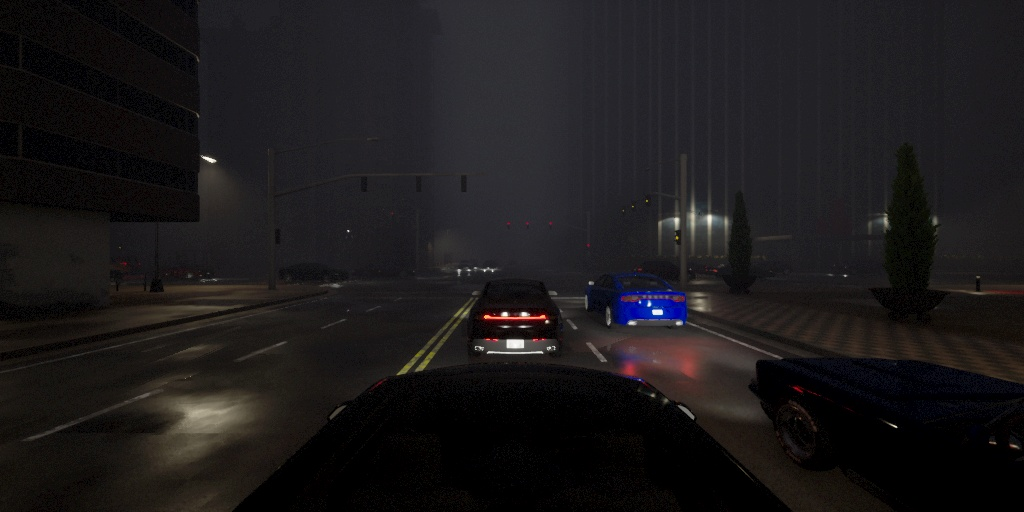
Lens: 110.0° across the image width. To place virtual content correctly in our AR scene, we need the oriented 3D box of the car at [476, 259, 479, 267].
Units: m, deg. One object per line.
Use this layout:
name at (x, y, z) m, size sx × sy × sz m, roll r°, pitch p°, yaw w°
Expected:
car at (-7.060, 1.255, 64.541) m, size 1.837 × 1.490 × 4.892 m, roll 0°, pitch 0°, yaw 0°

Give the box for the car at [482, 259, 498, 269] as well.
car at (-3.589, 1.314, 57.154) m, size 1.994 × 1.385 × 4.181 m, roll 0°, pitch 0°, yaw 0°

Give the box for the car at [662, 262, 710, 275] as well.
car at (18.707, 1.314, 38.597) m, size 4.181 × 1.385 × 1.994 m, roll 0°, pitch 0°, yaw -1°

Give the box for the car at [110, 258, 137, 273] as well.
car at (-39.823, 1.228, 34.505) m, size 5.008 × 1.535 × 1.882 m, roll 0°, pitch 0°, yaw -1°

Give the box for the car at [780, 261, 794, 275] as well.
car at (27.559, 1.255, 38.686) m, size 4.892 × 1.490 × 1.837 m, roll 0°, pitch 0°, yaw -1°

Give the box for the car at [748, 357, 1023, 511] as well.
car at (3.601, 1.351, 1.892) m, size 1.895 × 1.301 × 4.718 m, roll 0°, pitch 0°, yaw 0°

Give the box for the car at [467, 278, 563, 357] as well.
car at (0.062, 1.255, 8.549) m, size 1.837 × 1.490 × 4.892 m, roll 0°, pitch 0°, yaw 0°

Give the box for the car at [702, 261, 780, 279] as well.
car at (19.868, 1.297, 31.408) m, size 5.357 × 1.411 × 2.033 m, roll 0°, pitch 0°, yaw -1°

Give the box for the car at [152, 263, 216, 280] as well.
car at (-28.206, 1.314, 30.930) m, size 4.181 × 1.385 × 1.994 m, roll 0°, pitch 0°, yaw -1°

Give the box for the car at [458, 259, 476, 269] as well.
car at (-7.089, 1.276, 55.284) m, size 1.812 × 1.442 × 4.674 m, roll 0°, pitch 0°, yaw 0°

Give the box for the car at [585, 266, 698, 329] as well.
car at (3.575, 1.228, 11.237) m, size 1.882 × 1.535 × 5.008 m, roll 0°, pitch 0°, yaw 0°

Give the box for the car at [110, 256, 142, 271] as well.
car at (-42.679, 0.971, 37.953) m, size 5.566 × 2.045 × 2.150 m, roll 0°, pitch 0°, yaw 1°

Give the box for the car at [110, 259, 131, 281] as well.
car at (-32.808, 1.227, 27.390) m, size 5.008 × 1.535 × 1.882 m, roll 0°, pitch 0°, yaw 0°

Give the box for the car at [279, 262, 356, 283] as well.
car at (-14.932, 1.227, 27.205) m, size 5.008 × 1.535 × 1.882 m, roll 0°, pitch 0°, yaw 6°

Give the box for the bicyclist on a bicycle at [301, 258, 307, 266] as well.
bicyclist on a bicycle at (-26.419, 1.051, 45.426) m, size 0.582 × 1.620 × 1.656 m, roll 0°, pitch 0°, yaw -1°

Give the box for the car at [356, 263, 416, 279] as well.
car at (-11.334, 1.297, 31.810) m, size 5.357 × 1.411 × 2.033 m, roll 0°, pitch 0°, yaw -12°

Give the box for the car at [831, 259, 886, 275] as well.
car at (37.392, 1.102, 38.774) m, size 4.553 × 1.767 × 2.097 m, roll 0°, pitch 0°, yaw 0°

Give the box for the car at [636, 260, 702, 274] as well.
car at (11.709, 1.102, 27.826) m, size 4.553 × 1.767 × 2.097 m, roll 0°, pitch 0°, yaw -1°
